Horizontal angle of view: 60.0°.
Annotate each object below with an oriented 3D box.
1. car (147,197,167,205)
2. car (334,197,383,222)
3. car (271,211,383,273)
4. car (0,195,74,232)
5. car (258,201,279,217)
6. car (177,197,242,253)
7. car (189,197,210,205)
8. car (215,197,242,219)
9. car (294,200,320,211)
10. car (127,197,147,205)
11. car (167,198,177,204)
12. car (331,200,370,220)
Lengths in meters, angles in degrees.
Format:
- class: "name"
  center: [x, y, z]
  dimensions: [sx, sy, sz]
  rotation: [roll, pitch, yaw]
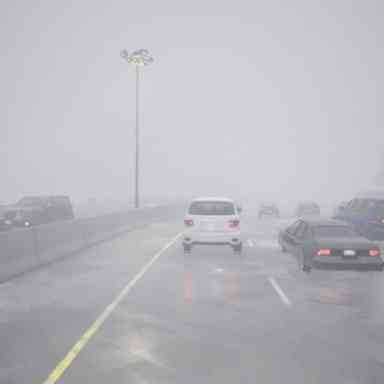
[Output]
- class: "car"
  center: [-5.838, 1.582, 61.097]
  dimensions: [1.994, 1.385, 4.181]
  rotation: [0, 0, 21]
- class: "car"
  center: [8.026, 1.246, 14.736]
  dimensions: [2.150, 2.045, 5.566]
  rotation: [0, 0, 6]
- class: "car"
  center: [4.125, 1.562, 10.780]
  dimensions: [2.033, 1.411, 5.357]
  rotation: [0, 0, 5]
- class: "car"
  center: [-9.165, 1.212, 19.954]
  dimensions: [2.150, 2.045, 5.566]
  rotation: [0, 0, 7]
- class: "car"
  center: [7.174, 1.557, 31.138]
  dimensions: [1.812, 1.442, 4.674]
  rotation: [0, 0, 12]
- class: "car"
  center: [0.922, 1.231, 13.929]
  dimensions: [2.150, 2.045, 5.566]
  rotation: [0, 0, 6]
- class: "car"
  center: [1.491, 1.581, 60.588]
  dimensions: [2.033, 1.411, 5.357]
  rotation: [0, 0, 22]
- class: "car"
  center: [3.372, 1.374, 29.951]
  dimensions: [2.097, 1.767, 4.553]
  rotation: [0, 0, 11]
- class: "car"
  center: [10.870, 1.517, 31.569]
  dimensions: [1.882, 1.535, 5.008]
  rotation: [0, 0, 13]
- class: "car"
  center: [-9.684, 1.558, 60.795]
  dimensions: [2.033, 1.411, 5.357]
  rotation: [0, 0, 21]
- class: "car"
  center: [-1.990, 1.574, 61.340]
  dimensions: [2.033, 1.411, 5.357]
  rotation: [0, 0, 22]
- class: "car"
  center: [14.088, 1.537, 29.944]
  dimensions: [2.128, 1.511, 4.902]
  rotation: [0, 0, 12]
